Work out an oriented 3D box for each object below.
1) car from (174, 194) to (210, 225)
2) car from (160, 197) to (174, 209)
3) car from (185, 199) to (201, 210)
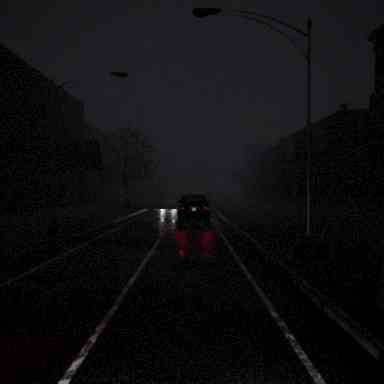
[{"bbox_3d":[0.113,1.155,23.398,2.150,2.045,5.566,0,0,0],"label":"car"},{"bbox_3d":[-3.068,1.451,43.920,1.812,1.442,4.674,0,0,0],"label":"car"},{"bbox_3d":[0.115,1.529,42.175,1.895,1.301,4.718,0,0,0],"label":"car"}]
